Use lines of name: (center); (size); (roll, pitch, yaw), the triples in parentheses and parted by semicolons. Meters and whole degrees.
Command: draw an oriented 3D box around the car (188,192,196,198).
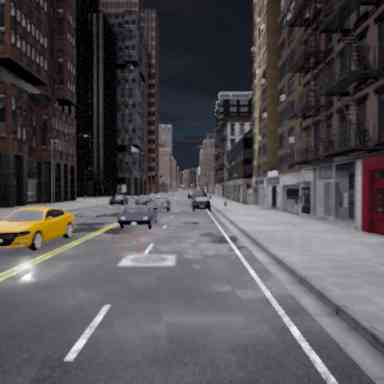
car: (0.002, 0.703, 79.639); (1.837, 1.490, 4.892); (0, 0, 0)

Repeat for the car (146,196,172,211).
car: (-3.151, 1.254, 34.888); (2.033, 1.411, 5.357); (0, 0, 0)

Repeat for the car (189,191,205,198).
car: (0.977, 0.854, 44.616); (2.150, 2.045, 5.566); (0, 0, 0)

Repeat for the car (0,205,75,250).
car: (-6.543, 1.357, 13.845); (1.882, 1.535, 5.008); (0, 1, 1)

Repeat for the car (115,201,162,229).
car: (-3.149, 1.426, 20.345); (1.895, 1.301, 4.718); (0, 0, 0)

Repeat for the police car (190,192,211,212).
police car: (0.976, 1.134, 34.698); (1.930, 1.638, 5.238); (0, 0, 0)

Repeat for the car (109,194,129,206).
car: (-9.821, 1.104, 44.893); (1.882, 1.535, 5.008); (0, 0, 0)

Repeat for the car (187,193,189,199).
car: (0.002, 0.729, 69.536); (1.882, 1.535, 5.008); (0, 0, 0)

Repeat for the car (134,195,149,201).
car: (-6.575, 1.129, 45.011); (1.837, 1.490, 4.892); (0, 1, 0)

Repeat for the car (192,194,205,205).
car: (0.977, 1.061, 50.589); (1.882, 1.535, 5.008); (0, 0, 0)
